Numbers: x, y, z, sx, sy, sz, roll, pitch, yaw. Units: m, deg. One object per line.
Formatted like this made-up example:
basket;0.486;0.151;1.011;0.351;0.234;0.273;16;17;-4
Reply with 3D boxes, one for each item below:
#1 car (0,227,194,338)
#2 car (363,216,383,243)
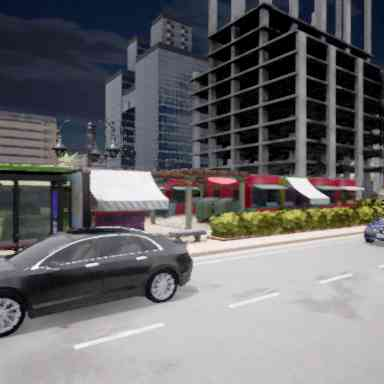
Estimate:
car;-2.239;1.510;6.678;4.892;1.490;1.837;0;0;-35
car;9.709;1.563;15.115;4.674;1.442;1.812;0;0;-35
